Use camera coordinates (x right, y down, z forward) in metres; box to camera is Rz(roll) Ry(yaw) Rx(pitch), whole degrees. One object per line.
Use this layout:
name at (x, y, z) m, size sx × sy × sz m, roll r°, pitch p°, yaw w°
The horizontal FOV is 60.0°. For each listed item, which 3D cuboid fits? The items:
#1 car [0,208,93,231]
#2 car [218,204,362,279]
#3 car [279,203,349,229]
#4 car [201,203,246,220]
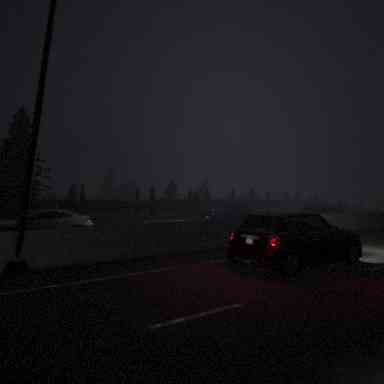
car at (-7.185, 1.540, 16.062) m, size 4.674 × 1.442 × 1.812 m, roll 0°, pitch 0°, yaw -35°
car at (3.316, 1.389, 10.409) m, size 4.553 × 1.767 × 2.097 m, roll 0°, pitch 0°, yaw -35°
car at (8.451, 1.577, 22.913) m, size 4.902 × 1.511 × 2.128 m, roll 0°, pitch 0°, yaw -35°
car at (3.343, 1.628, 27.868) m, size 5.357 × 1.411 × 2.033 m, roll 0°, pitch 0°, yaw -35°
